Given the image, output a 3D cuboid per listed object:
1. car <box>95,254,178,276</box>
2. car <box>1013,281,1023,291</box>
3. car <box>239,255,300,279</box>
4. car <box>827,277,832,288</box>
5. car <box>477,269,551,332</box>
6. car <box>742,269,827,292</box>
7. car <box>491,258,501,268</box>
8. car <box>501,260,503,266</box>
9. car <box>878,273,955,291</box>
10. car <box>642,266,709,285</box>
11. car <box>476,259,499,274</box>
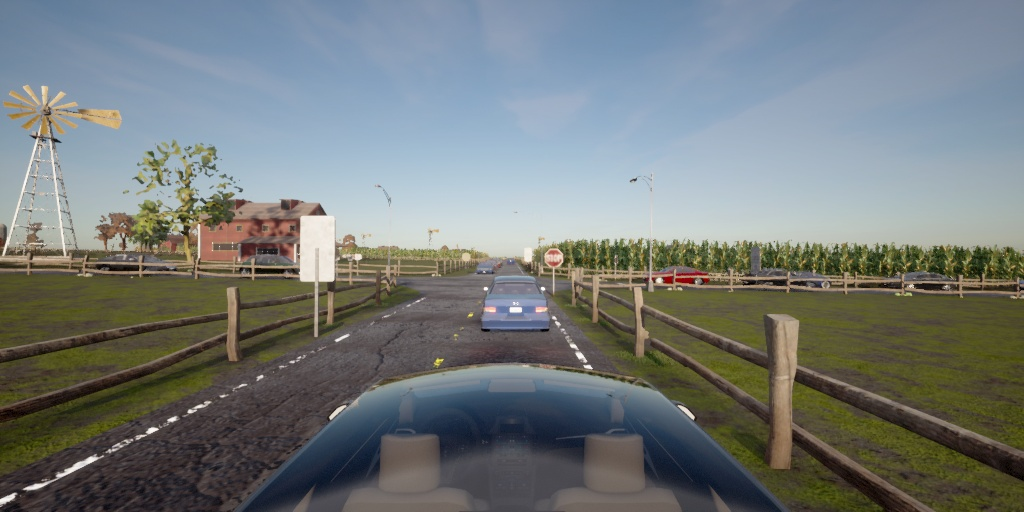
[{"bbox_3d":[-27.303,0.622,26.221,4.902,1.511,2.128,1,-1,0],"label":"car"},{"bbox_3d":[43.500,2.288,28.706,5.008,1.535,1.882,1,-1,1],"label":"car"},{"bbox_3d":[-17.094,0.721,26.162,4.553,1.767,2.097,1,-1,0],"label":"car"},{"bbox_3d":[23.051,1.904,28.878,4.181,1.385,1.994,1,-1,0],"label":"car"},{"bbox_3d":[0.081,1.300,10.851,2.033,1.411,5.357,0,0,0],"label":"car"},{"bbox_3d":[19.379,1.726,25.945,4.892,1.490,1.837,1,-1,0],"label":"car"},{"bbox_3d":[-2.949,1.306,51.327,1.812,1.442,4.674,0,0,0],"label":"car"},{"bbox_3d":[-2.949,1.146,61.512,2.097,1.767,4.553,0,0,0],"label":"car"},{"bbox_3d":[32.435,2.063,28.812,4.892,1.490,1.837,2,-1,0],"label":"car"},{"bbox_3d":[13.143,1.588,28.930,5.008,1.535,1.882,1,-1,0],"label":"car"},{"bbox_3d":[-2.933,1.317,40.579,2.033,1.411,5.357,0,0,0],"label":"car"}]
